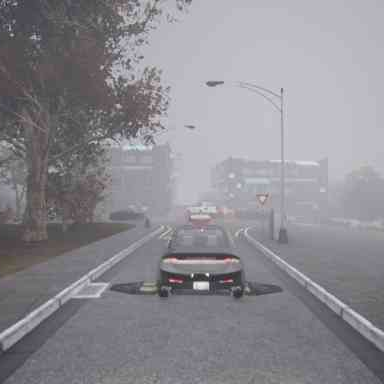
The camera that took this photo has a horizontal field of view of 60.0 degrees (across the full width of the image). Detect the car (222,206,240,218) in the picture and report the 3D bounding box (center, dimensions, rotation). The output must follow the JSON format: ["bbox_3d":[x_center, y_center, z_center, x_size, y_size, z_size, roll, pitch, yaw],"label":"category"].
[{"bbox_3d":[4.172,2.769,47.375,2.185,1.767,4.553,4,-3,-32],"label":"car"}]

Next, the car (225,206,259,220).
[{"bbox_3d":[7.138,3.019,47.915,2.185,1.767,4.553,6,-4,-31],"label":"car"}]

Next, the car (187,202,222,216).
[{"bbox_3d":[1.301,2.477,46.746,2.435,2.045,5.566,1,-3,-31],"label":"car"}]

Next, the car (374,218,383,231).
[{"bbox_3d":[27.738,5.163,52.001,1.946,1.575,5.366,7,-4,-30],"label":"car"}]

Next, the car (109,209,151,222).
[{"bbox_3d":[-6.954,2.610,37.522,4.674,1.442,1.812,-2,-2,6],"label":"car"}]

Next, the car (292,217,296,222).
[{"bbox_3d":[12.951,3.723,49.252,1.946,1.575,5.366,7,-4,-31],"label":"car"}]

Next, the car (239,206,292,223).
[{"bbox_3d":[9.533,2.879,43.077,5.566,2.045,2.150,6,-3,-11],"label":"car"}]

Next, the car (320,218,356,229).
[{"bbox_3d":[21.902,4.628,50.753,2.002,1.452,4.674,7,-4,-30],"label":"car"}]

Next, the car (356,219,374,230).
[{"bbox_3d":[24.866,4.917,51.307,2.002,1.452,4.674,7,-4,-30],"label":"car"}]

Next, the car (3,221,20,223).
[{"bbox_3d":[-25.016,3.118,44.457,5.566,2.045,2.150,-4,-3,38],"label":"car"}]

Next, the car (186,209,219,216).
[{"bbox_3d":[0.458,1.983,20.864,1.812,1.442,4.674,0,-2,0],"label":"car"}]

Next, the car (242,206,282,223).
[{"bbox_3d":[10.127,3.186,48.514,2.435,2.045,5.566,7,-4,-31],"label":"car"}]

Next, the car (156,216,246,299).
[{"bbox_3d":[0.210,1.593,8.666,2.128,1.511,4.902,0,-1,1],"label":"car"}]
